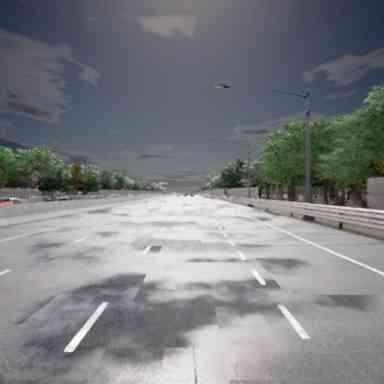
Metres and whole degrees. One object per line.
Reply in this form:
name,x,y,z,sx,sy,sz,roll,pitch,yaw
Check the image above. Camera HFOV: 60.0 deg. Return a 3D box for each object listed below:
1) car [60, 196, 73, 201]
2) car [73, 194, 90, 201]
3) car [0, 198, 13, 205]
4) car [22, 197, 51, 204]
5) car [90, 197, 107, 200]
car,-27.980,1.507,75.373,2.033,1.411,5.357,0,0,0
car,-24.480,1.323,75.403,2.097,1.767,4.553,0,0,0
car,-21.077,1.406,35.514,2.097,1.767,4.553,0,0,0
car,-17.575,1.413,37.644,2.097,1.767,4.553,0,0,0
car,-20.980,1.326,76.400,2.033,1.411,5.357,0,0,0
